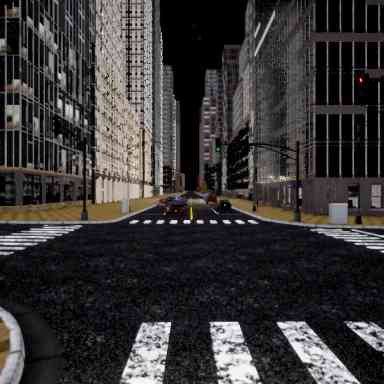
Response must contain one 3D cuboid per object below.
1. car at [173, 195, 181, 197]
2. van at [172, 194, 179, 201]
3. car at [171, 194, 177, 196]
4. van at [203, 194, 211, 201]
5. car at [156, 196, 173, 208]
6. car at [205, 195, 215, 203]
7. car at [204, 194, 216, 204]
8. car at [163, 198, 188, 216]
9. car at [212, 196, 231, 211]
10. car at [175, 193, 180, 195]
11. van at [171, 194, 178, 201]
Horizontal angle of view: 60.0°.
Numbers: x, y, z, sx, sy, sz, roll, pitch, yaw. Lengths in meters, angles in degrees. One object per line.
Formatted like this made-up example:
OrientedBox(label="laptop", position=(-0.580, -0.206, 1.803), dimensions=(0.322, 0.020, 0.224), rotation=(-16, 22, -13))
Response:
OrientedBox(label="car", position=(-1.619, 1.564, 53.768), dimensions=(2.033, 1.411, 5.357), rotation=(0, 0, 0))
OrientedBox(label="van", position=(-4.256, 1.331, 85.925), dimensions=(1.690, 1.788, 3.998), rotation=(0, 0, 0))
OrientedBox(label="car", position=(-4.145, 1.576, 63.815), dimensions=(1.947, 1.339, 4.313), rotation=(0, 0, 0))
OrientedBox(label="van", position=(3.652, 1.336, 80.437), dimensions=(1.690, 1.788, 3.998), rotation=(0, 0, 0))
OrientedBox(label="car", position=(-4.063, 1.601, 47.232), dimensions=(1.802, 1.307, 4.206), rotation=(0, 0, 0))
OrientedBox(label="car", position=(3.707, 1.445, 69.382), dimensions=(1.967, 1.590, 4.097), rotation=(0, 0, 0))
OrientedBox(label="car", position=(3.735, 1.325, 63.854), dimensions=(2.192, 1.841, 5.009), rotation=(0, 0, 0))
OrientedBox(label="car", position=(-1.527, 1.587, 33.074), dimensions=(1.994, 1.385, 4.181), rotation=(0, 0, 0))
OrientedBox(label="car", position=(3.895, 1.587, 41.745), dimensions=(1.947, 1.339, 4.313), rotation=(0, 0, 0))
OrientedBox(label="car", position=(-4.200, 1.440, 74.870), dimensions=(1.967, 1.590, 4.097), rotation=(0, 0, 0))
OrientedBox(label="van", position=(-4.228, 1.336, 80.397), dimensions=(1.690, 1.788, 3.998), rotation=(0, 0, 0))
